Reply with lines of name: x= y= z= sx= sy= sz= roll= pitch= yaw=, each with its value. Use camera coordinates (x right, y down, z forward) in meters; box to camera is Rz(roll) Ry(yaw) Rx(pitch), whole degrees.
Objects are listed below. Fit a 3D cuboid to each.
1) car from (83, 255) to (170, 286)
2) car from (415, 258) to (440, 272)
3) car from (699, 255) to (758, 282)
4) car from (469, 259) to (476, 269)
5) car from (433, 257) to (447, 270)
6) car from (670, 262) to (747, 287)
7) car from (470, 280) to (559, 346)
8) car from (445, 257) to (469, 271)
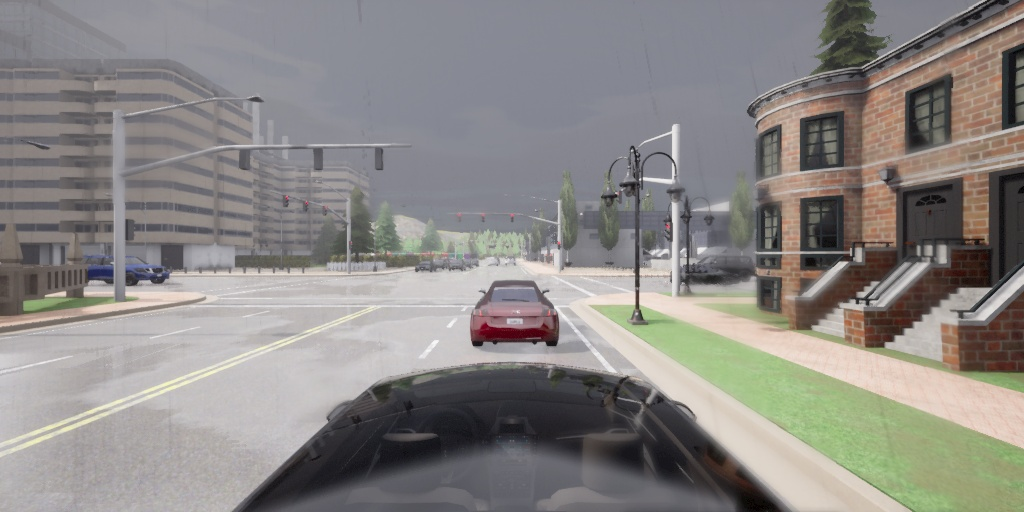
car: x=-26.938 y=0.971 z=24.569 sx=5.566 sy=2.045 sz=2.150 roll=0 pitch=0 yaw=0
car: x=-10.770 y=1.314 z=45.062 sx=1.994 sy=1.385 sz=4.181 roll=0 pitch=0 yaw=0
car: x=16.083 y=0.971 z=28.096 sx=5.566 sy=2.045 sz=2.150 roll=0 pitch=0 yaw=-1
car: x=-7.309 y=1.255 z=57.479 sx=1.837 sy=1.490 sz=4.892 roll=0 pitch=0 yaw=0
car: x=-10.802 y=1.255 z=53.716 sx=1.837 sy=1.490 sz=4.892 roll=0 pitch=0 yaw=0
car: x=13.014 y=1.314 z=24.328 sx=4.181 sy=1.385 sz=1.994 roll=0 pitch=0 yaw=-1
car: x=0.055 y=1.314 z=9.385 sx=1.994 sy=1.385 sz=4.181 roll=0 pitch=0 yaw=0
car: x=-7.276 y=1.255 z=48.116 sx=1.837 sy=1.490 sz=4.892 roll=0 pitch=0 yaw=0
